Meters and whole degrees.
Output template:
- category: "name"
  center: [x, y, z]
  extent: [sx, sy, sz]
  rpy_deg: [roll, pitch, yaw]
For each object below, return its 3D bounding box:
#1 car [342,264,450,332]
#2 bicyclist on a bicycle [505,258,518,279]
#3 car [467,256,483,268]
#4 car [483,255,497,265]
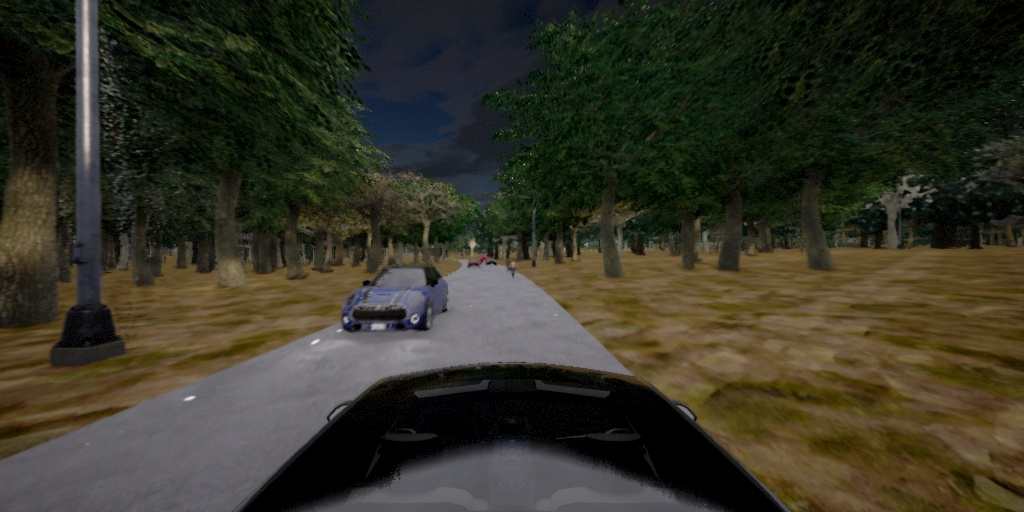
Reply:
- category: "car"
  center: [-3.183, 1.064, 10.678]
  extent: [2.097, 1.767, 4.553]
  rpy_deg: [0, 0, -1]
- category: "bicyclist on a bicycle"
  center: [0.106, 1.041, 29.127]
  extent: [0.866, 1.612, 1.509]
  rpy_deg: [0, 2, -3]
- category: "car"
  center: [-5.637, 1.078, 53.375]
  extent: [1.895, 1.301, 4.718]
  rpy_deg: [0, 0, -5]
- category: "car"
  center: [-3.825, 1.025, 64.558]
  extent: [1.895, 1.301, 4.718]
  rpy_deg: [0, 0, -7]
